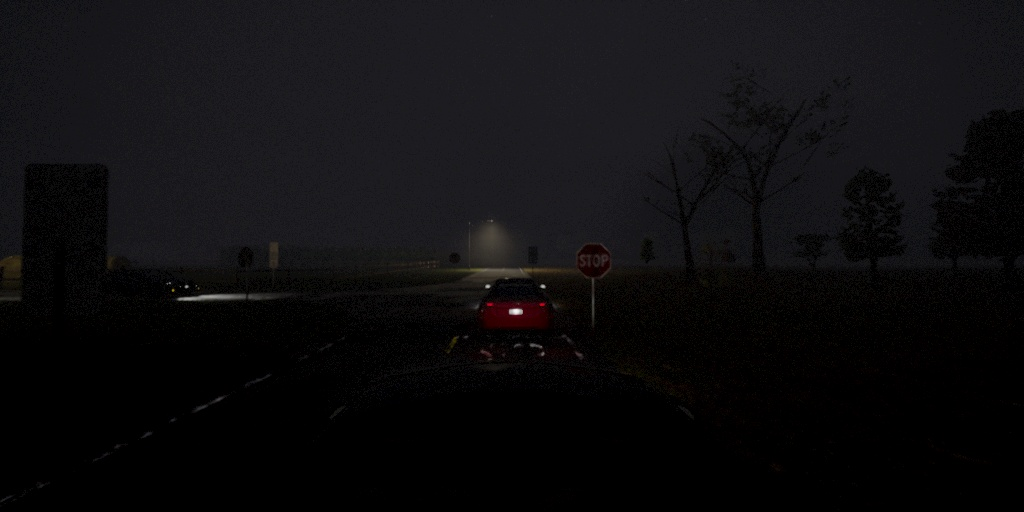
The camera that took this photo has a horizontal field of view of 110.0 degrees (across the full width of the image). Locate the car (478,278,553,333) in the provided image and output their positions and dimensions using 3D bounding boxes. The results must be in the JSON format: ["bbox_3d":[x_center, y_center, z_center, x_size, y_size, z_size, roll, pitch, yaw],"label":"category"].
[{"bbox_3d":[0.104,1.345,10.837,1.994,1.385,4.181,0,0,0],"label":"car"}]

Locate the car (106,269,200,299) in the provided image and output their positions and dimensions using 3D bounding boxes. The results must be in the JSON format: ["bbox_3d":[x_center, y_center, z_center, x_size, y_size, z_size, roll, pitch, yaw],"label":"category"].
[{"bbox_3d":[-18.045,1.329,17.646,4.181,1.385,1.994,0,-1,-2],"label":"car"}]
